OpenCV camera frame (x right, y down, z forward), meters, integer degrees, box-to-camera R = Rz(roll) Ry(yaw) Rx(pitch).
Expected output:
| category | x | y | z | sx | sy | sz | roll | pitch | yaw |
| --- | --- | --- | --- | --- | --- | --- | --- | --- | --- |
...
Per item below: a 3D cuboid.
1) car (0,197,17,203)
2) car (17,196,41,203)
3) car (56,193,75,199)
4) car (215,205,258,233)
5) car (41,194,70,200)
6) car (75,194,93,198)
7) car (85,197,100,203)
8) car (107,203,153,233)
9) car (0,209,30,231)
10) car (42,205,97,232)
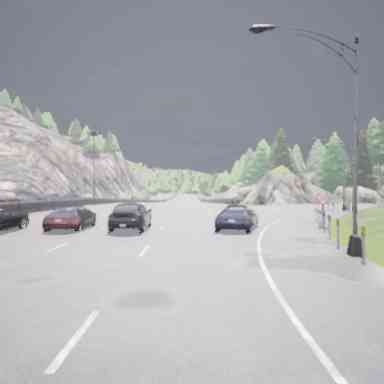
| category | x | y | z | sx | sy | sz | roll | pitch | yaw |
| --- | --- | --- | --- | --- | --- | --- | --- | --- | --- |
| car | -28.106 | 1.356 | 50.886 | 1.895 | 1.301 | 4.718 | 0 | -1 | 1 |
| car | -24.611 | 1.326 | 51.462 | 1.994 | 1.385 | 4.181 | 0 | -1 | 0 |
| car | -24.554 | 1.287 | 66.716 | 2.150 | 2.045 | 5.566 | 0 | -1 | 0 |
| car | 2.627 | 1.449 | 19.062 | 1.994 | 1.385 | 4.181 | 0 | 0 | 17 |
| car | -21.113 | 1.330 | 51.619 | 1.994 | 1.385 | 4.181 | 0 | -1 | 0 |
| car | -21.053 | 1.595 | 66.015 | 1.994 | 1.385 | 4.181 | 0 | -1 | 0 |
| car | -24.566 | 2.028 | 82.150 | 2.033 | 1.411 | 5.357 | 0 | -2 | 0 |
| car | -3.414 | 1.382 | 18.790 | 1.837 | 1.490 | 4.892 | 0 | 0 | 0 |
| car | -10.414 | 1.498 | 17.313 | 1.895 | 1.301 | 4.718 | 0 | 0 | 0 |
| car | -6.918 | 1.450 | 19.218 | 1.994 | 1.385 | 4.181 | 0 | 0 | 0 |
